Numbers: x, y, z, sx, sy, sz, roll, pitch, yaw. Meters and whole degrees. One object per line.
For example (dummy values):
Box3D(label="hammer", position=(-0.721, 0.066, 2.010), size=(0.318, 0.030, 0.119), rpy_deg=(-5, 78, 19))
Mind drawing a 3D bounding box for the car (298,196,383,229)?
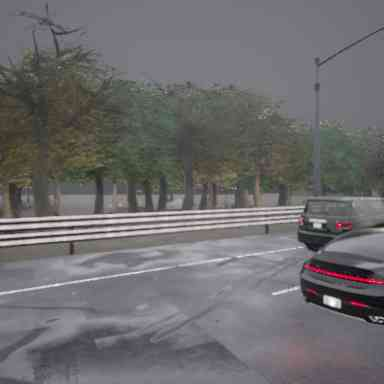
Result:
Box3D(label="car", position=(6.302, 1.181, 12.352), size=(5.566, 2.045, 2.150), rpy_deg=(0, 0, -34))

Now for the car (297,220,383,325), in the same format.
Box3D(label="car", position=(4.206, 1.482, 6.654), size=(4.892, 1.490, 1.837), rpy_deg=(0, 0, -35))
